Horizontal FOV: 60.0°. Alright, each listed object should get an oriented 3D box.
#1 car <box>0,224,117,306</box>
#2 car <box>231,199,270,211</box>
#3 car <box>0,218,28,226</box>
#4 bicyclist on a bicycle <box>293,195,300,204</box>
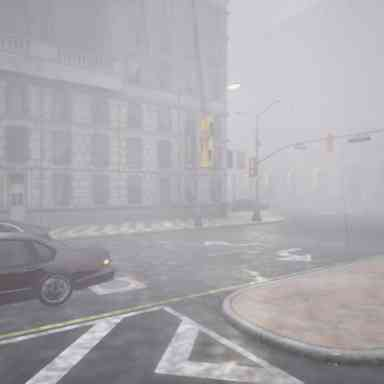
[{"bbox_3d":[-4.260,1.547,6.498,5.357,1.411,2.033,0,0,-34],"label":"car"},{"bbox_3d":[7.127,1.538,41.219,2.033,1.411,5.357,0,0,-35],"label":"car"},{"bbox_3d":[-6.449,1.491,9.282,4.902,1.511,2.128,0,0,-37],"label":"car"},{"bbox_3d":[17.958,1.285,57.135,1.656,1.620,0.582,0,0,-35],"label":"bicyclist on a bicycle"}]
